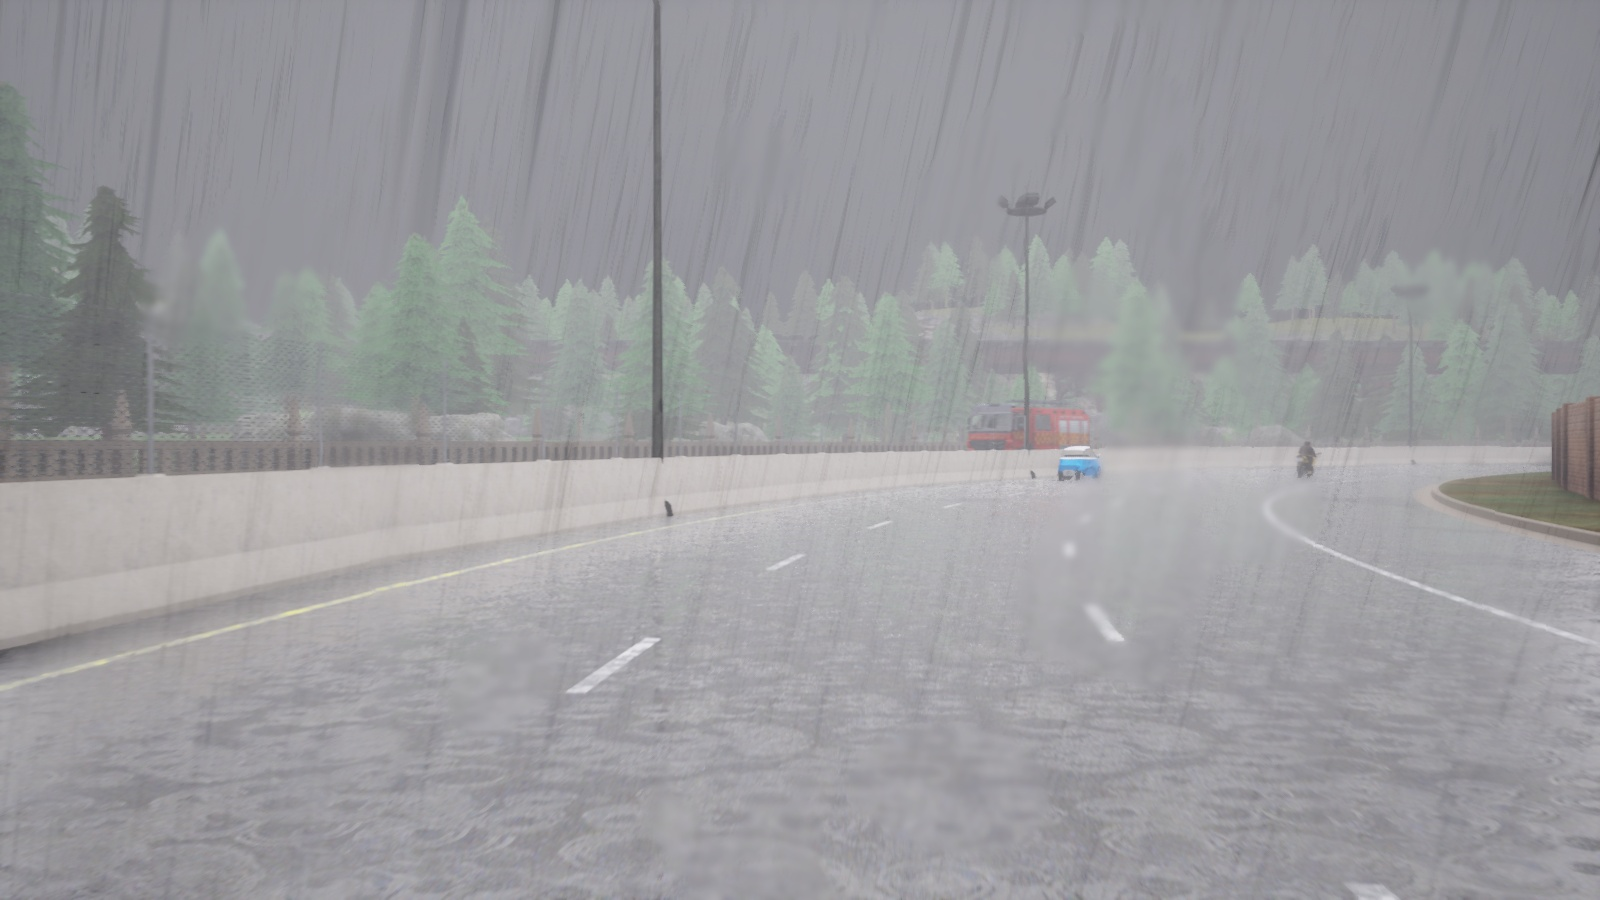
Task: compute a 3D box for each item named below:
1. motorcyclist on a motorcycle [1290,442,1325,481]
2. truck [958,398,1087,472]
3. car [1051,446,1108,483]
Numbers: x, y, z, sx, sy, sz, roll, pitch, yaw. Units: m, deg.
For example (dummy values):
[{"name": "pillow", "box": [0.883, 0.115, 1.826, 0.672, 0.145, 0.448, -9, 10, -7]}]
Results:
[{"name": "motorcyclist on a motorcycle", "box": [20.632, 0.467, 50.996, 0.797, 1.523, 2.044, 2, 2, 36]}, {"name": "truck", "box": [12.226, -0.788, 68.405, 2.891, 3.827, 8.468, 0, 0, 42]}, {"name": "car", "box": [10.903, 0.539, 48.923, 1.481, 1.376, 2.207, 0, 0, 32]}]
